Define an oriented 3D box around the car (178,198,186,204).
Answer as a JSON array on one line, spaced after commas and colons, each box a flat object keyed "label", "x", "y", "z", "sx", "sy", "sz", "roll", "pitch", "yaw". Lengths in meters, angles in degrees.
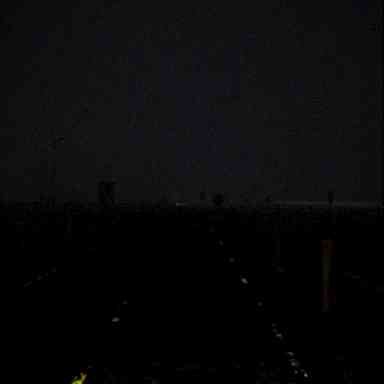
[{"label": "car", "x": -2.774, "y": 2.318, "z": 89.744, "sx": 2.097, "sy": 1.767, "sz": 4.553, "roll": 0, "pitch": -1, "yaw": 0}]
